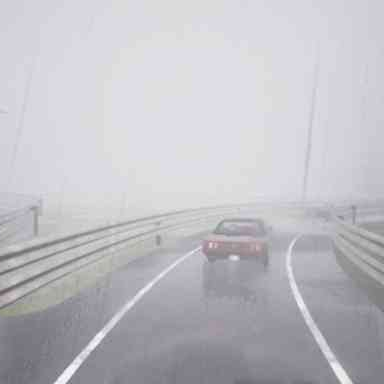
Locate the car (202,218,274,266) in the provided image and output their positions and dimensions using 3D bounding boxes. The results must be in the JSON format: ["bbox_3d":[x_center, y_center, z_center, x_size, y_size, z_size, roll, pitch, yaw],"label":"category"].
[{"bbox_3d":[1.798,1.546,11.437,1.895,1.301,4.718,0,0,16],"label":"car"}]

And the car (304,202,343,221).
[{"bbox_3d":[10.601,1.520,26.759,1.812,1.442,4.674,0,0,42],"label":"car"}]
